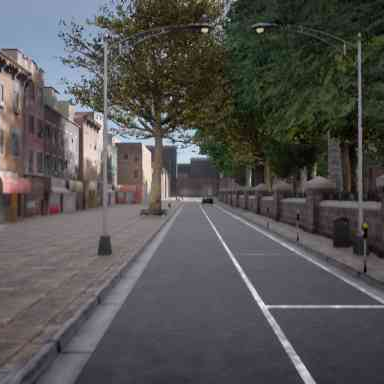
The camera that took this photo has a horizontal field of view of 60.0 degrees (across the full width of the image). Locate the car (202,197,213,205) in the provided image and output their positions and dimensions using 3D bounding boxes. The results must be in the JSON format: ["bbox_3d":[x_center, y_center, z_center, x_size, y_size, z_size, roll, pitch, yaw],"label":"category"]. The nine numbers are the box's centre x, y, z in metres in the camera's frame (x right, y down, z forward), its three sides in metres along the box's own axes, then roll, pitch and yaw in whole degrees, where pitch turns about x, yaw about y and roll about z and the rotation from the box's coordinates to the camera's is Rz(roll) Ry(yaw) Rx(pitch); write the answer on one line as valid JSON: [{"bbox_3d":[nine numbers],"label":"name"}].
[{"bbox_3d":[2.750,1.570,59.748,1.882,1.535,5.008,0,0,0],"label":"car"}]
